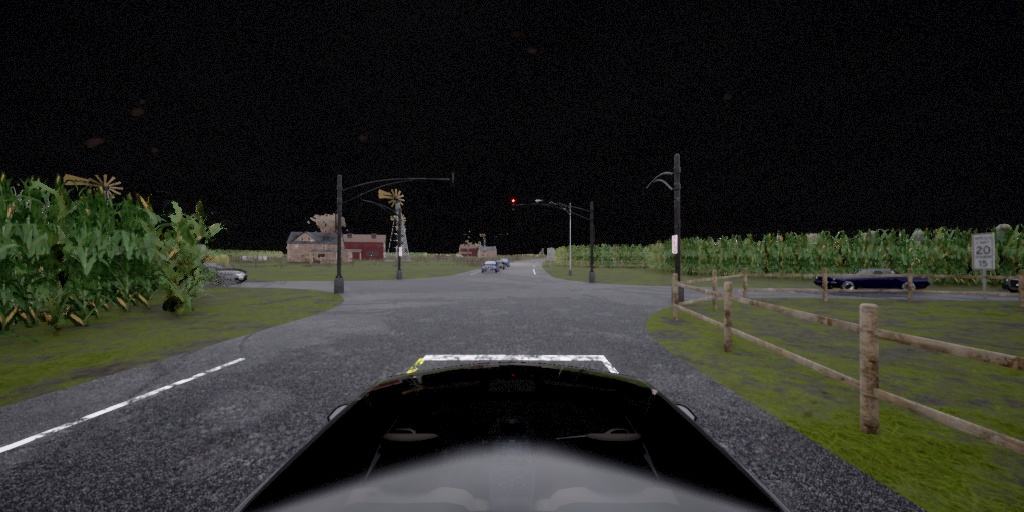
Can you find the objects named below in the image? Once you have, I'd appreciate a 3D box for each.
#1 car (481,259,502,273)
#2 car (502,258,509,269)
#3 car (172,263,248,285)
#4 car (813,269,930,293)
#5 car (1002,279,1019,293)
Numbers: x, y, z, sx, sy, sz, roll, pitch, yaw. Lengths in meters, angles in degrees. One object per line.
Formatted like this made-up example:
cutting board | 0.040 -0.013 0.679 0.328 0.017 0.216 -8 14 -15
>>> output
car | -2.595 1.269 43.910 1.812 1.442 4.674 0 0 3
car | -2.065 1.301 53.917 1.994 1.385 4.181 0 0 5
car | -20.797 1.199 24.726 4.902 1.511 2.128 0 -1 9
car | 20.381 1.400 20.577 4.718 1.301 1.895 0 -1 9
car | 29.349 1.377 19.028 4.181 1.385 1.994 0 -1 10
